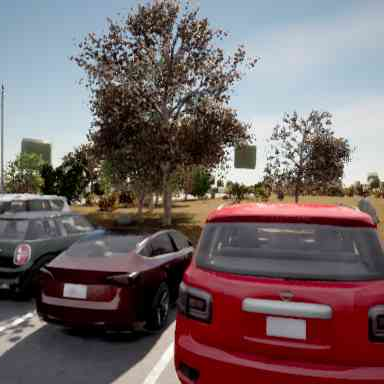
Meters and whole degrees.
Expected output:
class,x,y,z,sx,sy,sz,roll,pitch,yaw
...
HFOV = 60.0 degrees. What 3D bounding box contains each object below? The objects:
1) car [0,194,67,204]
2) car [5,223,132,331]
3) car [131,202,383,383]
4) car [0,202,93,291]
class,x,y,z,sx,sy,sz,roll,pitch,yaw
car,-5.893,1.116,10.198,2.435,2.045,5.566,1,0,15
car,-1.013,1.451,6.851,2.163,1.488,4.792,0,-1,15
car,1.419,1.181,5.136,2.435,2.045,5.566,0,-1,15
car,-3.458,1.273,8.500,2.185,1.767,4.553,1,0,15
